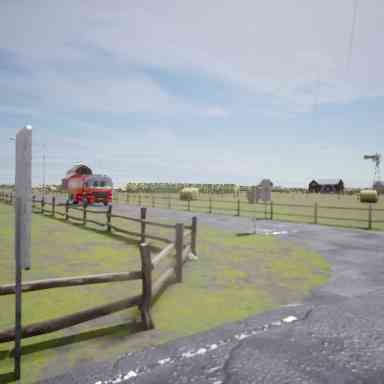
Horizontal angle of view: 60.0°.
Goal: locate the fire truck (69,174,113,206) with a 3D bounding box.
[{"bbox_3d":[-12.971,-0.288,41.959,2.891,3.827,8.468,1,0,-35],"label":"fire truck"}]
